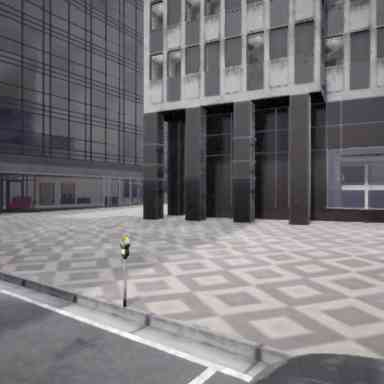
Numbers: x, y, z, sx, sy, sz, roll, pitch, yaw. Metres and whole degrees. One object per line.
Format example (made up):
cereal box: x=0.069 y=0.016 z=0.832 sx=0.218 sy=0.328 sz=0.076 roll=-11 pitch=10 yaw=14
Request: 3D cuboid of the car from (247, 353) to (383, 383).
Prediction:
car: x=2.163 y=1.548 z=1.419 sx=4.403 sy=1.369 sz=2.008 roll=0 pitch=0 yaw=36
